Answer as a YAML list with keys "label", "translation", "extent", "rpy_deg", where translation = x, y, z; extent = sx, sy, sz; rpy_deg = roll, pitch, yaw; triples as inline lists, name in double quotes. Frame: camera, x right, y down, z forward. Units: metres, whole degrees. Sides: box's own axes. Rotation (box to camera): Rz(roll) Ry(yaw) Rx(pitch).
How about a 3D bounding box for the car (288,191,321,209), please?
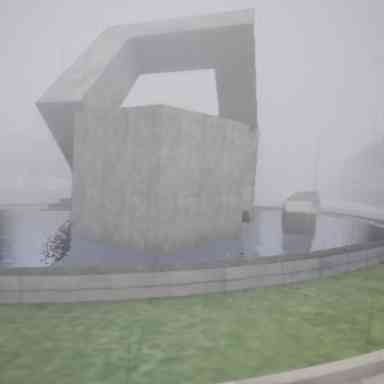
- label: "car"
  translation: [13.489, 0.934, 40.254]
  extent: [2.150, 2.045, 5.566]
  rpy_deg: [0, 1, -7]
